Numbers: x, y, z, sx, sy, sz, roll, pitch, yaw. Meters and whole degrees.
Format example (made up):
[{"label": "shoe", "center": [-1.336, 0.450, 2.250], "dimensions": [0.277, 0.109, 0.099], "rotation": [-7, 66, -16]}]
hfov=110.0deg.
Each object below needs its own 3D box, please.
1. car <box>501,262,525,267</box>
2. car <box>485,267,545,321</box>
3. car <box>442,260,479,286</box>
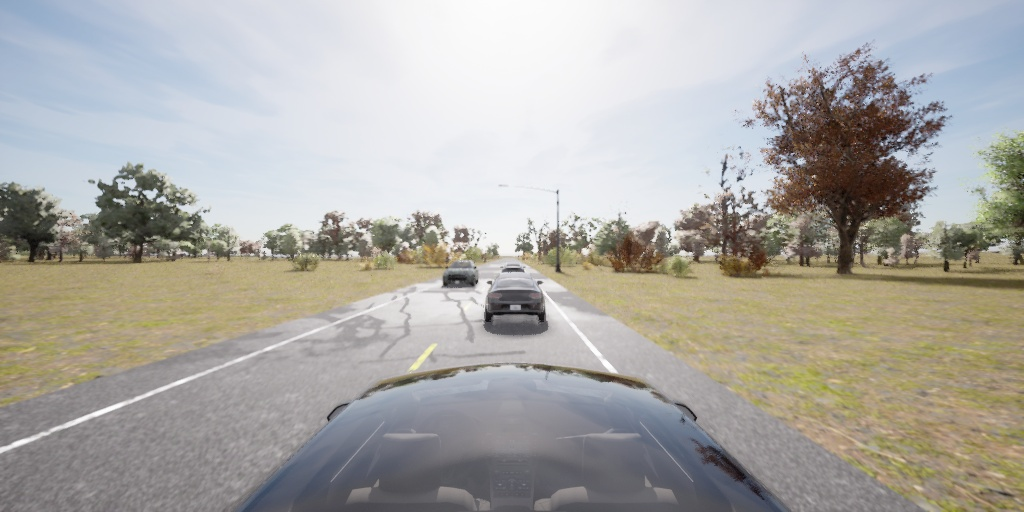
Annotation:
[{"label": "car", "center": [0.099, 1.259, 30.156], "dimensions": [1.837, 1.490, 4.892], "rotation": [0, 0, 0]}, {"label": "car", "center": [0.100, 1.277, 12.345], "dimensions": [1.812, 1.442, 4.674], "rotation": [0, 0, 0]}, {"label": "car", "center": [-3.504, 1.102, 25.188], "dimensions": [2.097, 1.767, 4.553], "rotation": [0, 0, 0]}]
